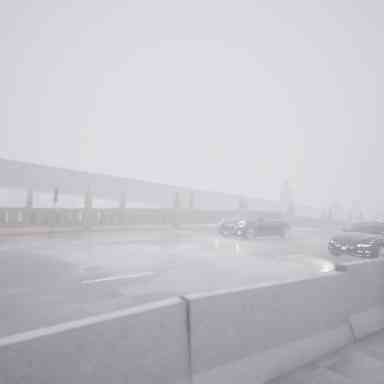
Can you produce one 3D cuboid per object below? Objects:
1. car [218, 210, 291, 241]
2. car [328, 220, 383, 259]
[{"bbox_3d":[3.732,1.822,19.550,4.553,1.767,2.097,4,-3,-35],"label":"car"},{"bbox_3d":[7.592,1.954,13.704,4.892,1.490,1.837,4,-2,-35],"label":"car"}]
